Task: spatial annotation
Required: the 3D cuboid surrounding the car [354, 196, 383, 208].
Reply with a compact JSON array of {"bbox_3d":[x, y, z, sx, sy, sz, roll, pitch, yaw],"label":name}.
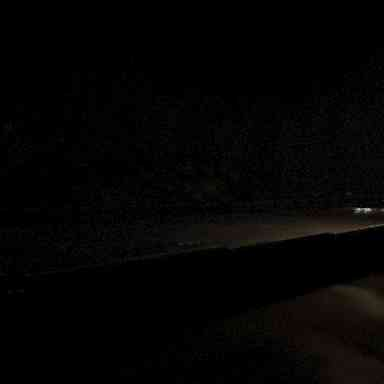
[{"bbox_3d":[22.457,1.216,41.471,5.357,1.411,2.033,-1,1,-35],"label":"car"}]
